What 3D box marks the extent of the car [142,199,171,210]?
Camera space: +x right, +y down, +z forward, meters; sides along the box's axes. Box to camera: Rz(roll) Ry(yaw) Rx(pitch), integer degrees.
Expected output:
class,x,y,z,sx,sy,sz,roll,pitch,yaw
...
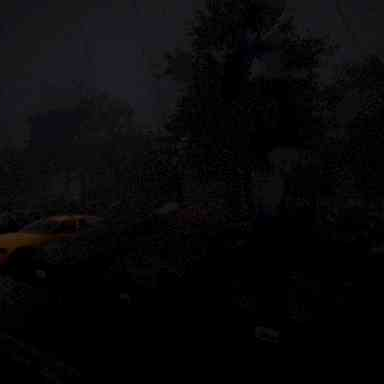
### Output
class,x,y,z,sx,sy,sz,roll,pitch,yaw
car,-1.237,1.486,25.174,2.002,1.452,4.674,0,0,36

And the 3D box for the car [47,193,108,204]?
class,x,y,z,sx,sy,sz,roll,pitch,yaw
car,-10.255,1.167,31.612,2.435,2.045,5.566,0,0,36

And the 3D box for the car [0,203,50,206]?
class,x,y,z,sx,sy,sz,roll,pitch,yaw
car,-8.859,1.450,14.533,2.231,1.521,4.892,0,0,36

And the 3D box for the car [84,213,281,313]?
class,x,y,z,sx,sy,sz,roll,pitch,yaw
car,0.148,1.507,8.036,2.163,1.488,4.792,0,0,36

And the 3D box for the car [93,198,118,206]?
class,x,y,z,sx,sy,sz,roll,pitch,yaw
car,-5.638,1.472,28.328,2.002,1.452,4.674,0,0,36

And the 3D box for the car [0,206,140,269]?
class,x,y,z,sx,sy,sz,roll,pitch,yaw
car,-4.453,1.460,11.148,1.946,1.575,5.366,0,0,36

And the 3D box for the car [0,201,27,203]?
class,x,y,z,sx,sy,sz,roll,pitch,yaw
car,-11.218,1.439,16.007,1.946,1.575,5.366,0,0,36

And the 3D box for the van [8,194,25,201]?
class,x,y,z,sx,sy,sz,roll,pitch,yaw
van,-17.063,1.171,36.393,1.878,1.987,4.442,0,0,36

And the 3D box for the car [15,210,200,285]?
class,x,y,z,sx,sy,sz,roll,pitch,yaw
car,-2.107,1.500,9.656,2.163,1.488,4.792,0,0,36

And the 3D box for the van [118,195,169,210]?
class,x,y,z,sx,sy,sz,roll,pitch,yaw
van,-3.420,1.213,26.882,1.878,1.987,4.442,0,0,36

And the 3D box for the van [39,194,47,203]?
class,x,y,z,sx,sy,sz,roll,pitch,yaw
van,-12.420,1.185,33.346,1.878,1.987,4.442,0,0,36

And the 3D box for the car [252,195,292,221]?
class,x,y,z,sx,sy,sz,roll,pitch,yaw
car,5.598,1.216,20.227,2.435,2.045,5.566,0,0,36

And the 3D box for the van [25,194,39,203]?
class,x,y,z,sx,sy,sz,roll,pitch,yaw
van,-14.569,1.178,34.888,1.878,1.987,4.442,0,0,36

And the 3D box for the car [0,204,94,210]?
class,x,y,z,sx,sy,sz,roll,pitch,yaw
car,-6.596,1.457,12.924,2.231,1.521,4.892,0,0,36

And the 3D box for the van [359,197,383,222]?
class,x,y,z,sx,sy,sz,roll,pitch,yaw
van,10.046,1.256,16.923,1.878,1.987,4.442,0,0,36

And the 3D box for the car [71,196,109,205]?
class,x,y,z,sx,sy,sz,roll,pitch,yaw
car,-7.891,1.425,29.942,2.097,1.535,5.008,0,0,36

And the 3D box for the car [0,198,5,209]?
class,x,y,z,sx,sy,sz,roll,pitch,yaw
car,-28.124,1.568,44.472,2.231,1.521,4.892,-1,-1,36

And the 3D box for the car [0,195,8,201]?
class,x,y,z,sx,sy,sz,roll,pitch,yaw
car,-19.119,1.417,38.019,2.097,1.535,5.008,-1,-1,36

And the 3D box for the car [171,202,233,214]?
class,x,y,z,sx,sy,sz,roll,pitch,yaw
car,1.110,1.453,23.478,2.097,1.535,5.008,0,0,36

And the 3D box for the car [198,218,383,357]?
class,x,y,z,sx,sy,sz,roll,pitch,yaw
car,2.403,1.514,6.417,2.163,1.488,4.792,0,0,36

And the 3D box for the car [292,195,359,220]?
class,x,y,z,sx,sy,sz,roll,pitch,yaw
car,7.848,1.223,18.611,2.435,2.045,5.566,0,0,36
